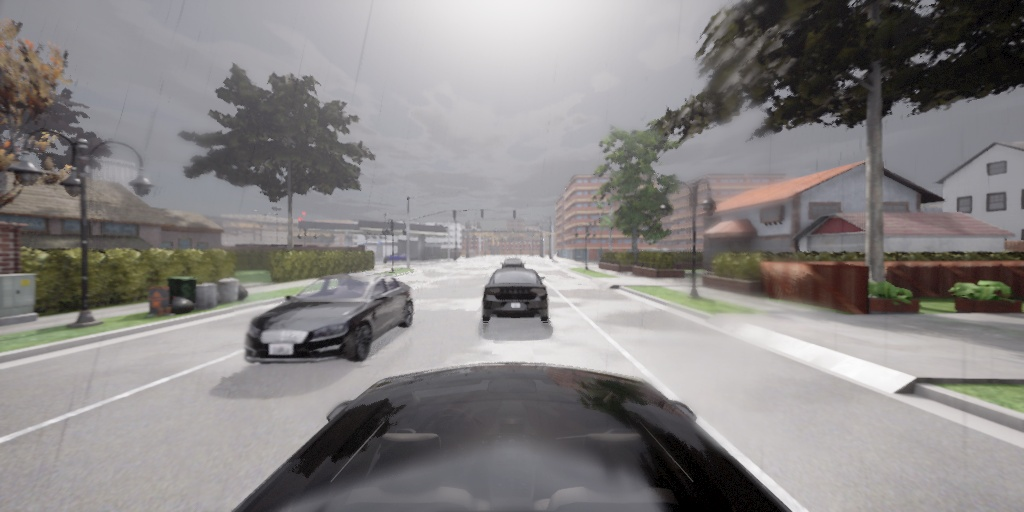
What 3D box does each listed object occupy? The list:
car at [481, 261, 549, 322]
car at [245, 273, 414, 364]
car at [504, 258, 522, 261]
[{"bbox_3d":[0.094,1.101,11.734,1.882,1.535,5.008,0,1,0],"label":"car"},{"bbox_3d":[-3.602,1.161,8.042,2.128,1.511,4.902,0,1,0],"label":"car"},{"bbox_3d":[0.084,0.911,28.800,1.837,1.490,4.892,0,1,0],"label":"car"}]
